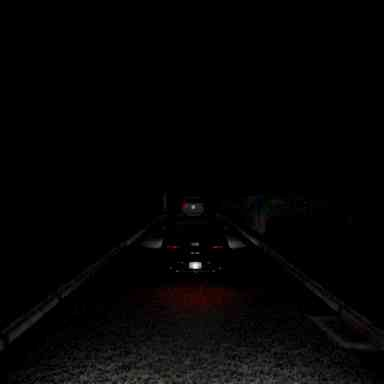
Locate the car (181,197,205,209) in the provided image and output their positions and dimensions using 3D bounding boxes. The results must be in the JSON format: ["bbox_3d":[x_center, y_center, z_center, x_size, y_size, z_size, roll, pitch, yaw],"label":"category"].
[{"bbox_3d":[0.123,1.507,33.016,2.150,2.045,5.566,0,-1,0],"label":"car"}]

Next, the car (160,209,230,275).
[{"bbox_3d":[0.089,1.502,10.452,1.837,1.490,4.892,0,0,0],"label":"car"}]
